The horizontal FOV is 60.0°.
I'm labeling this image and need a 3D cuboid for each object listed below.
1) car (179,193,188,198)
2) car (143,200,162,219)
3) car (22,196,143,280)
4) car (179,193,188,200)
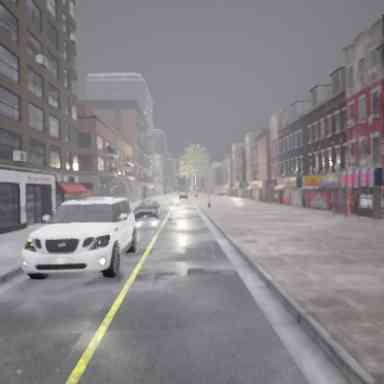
[{"bbox_3d":[-2.045,0.817,80.302,1.895,1.301,4.718,-1,0,-1],"label":"car"},{"bbox_3d":[-3.477,1.386,26.999,2.033,1.411,5.357,-1,0,-1],"label":"car"},{"bbox_3d":[-3.081,1.197,10.382,2.150,2.045,5.566,-1,1,-1],"label":"car"},{"bbox_3d":[-1.777,0.898,69.990,1.882,1.535,5.008,-1,0,-1],"label":"car"}]
